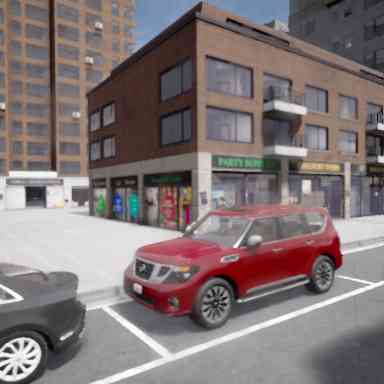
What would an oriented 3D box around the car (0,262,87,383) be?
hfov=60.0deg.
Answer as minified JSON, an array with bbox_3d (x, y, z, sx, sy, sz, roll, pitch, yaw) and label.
[{"bbox_3d":[-3.465,1.561,3.716,4.403,1.369,2.008,-1,1,-35],"label":"car"}]

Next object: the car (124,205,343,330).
[{"bbox_3d":[1.142,1.250,7.001,5.009,1.841,2.192,-1,1,-35],"label":"car"}]
